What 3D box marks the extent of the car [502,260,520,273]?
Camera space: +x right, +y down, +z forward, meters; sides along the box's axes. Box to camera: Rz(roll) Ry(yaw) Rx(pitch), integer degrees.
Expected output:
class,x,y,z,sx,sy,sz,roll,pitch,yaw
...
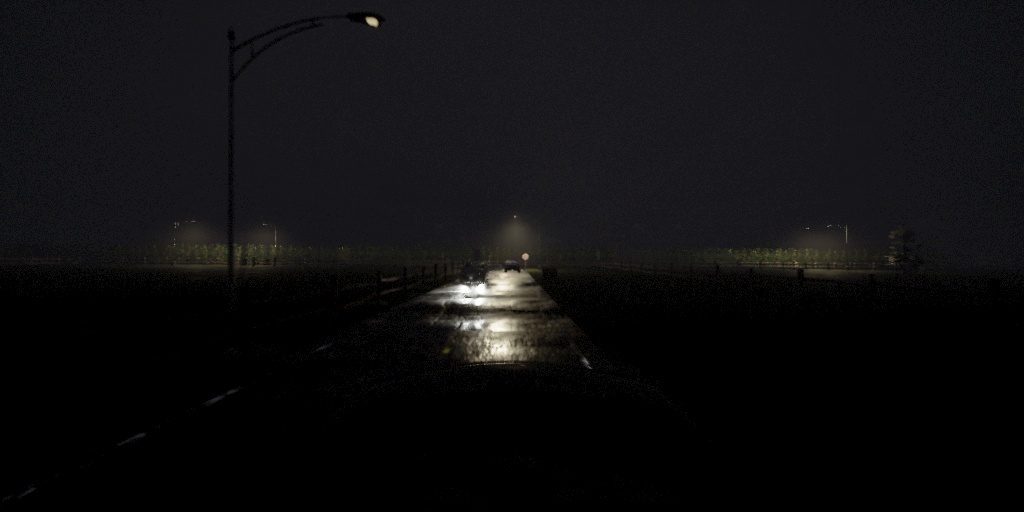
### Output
class,x,y,z,sx,sy,sz,roll,pitch,yaw
car,0.072,1.347,44.143,1.895,1.301,4.718,0,0,1

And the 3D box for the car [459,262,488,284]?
class,x,y,z,sx,sy,sz,roll,pitch,yaw
car,-2.835,1.244,27.241,2.128,1.511,4.902,0,0,0

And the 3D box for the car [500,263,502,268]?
class,x,y,z,sx,sy,sz,roll,pitch,yaw
car,-0.435,1.342,57.269,1.895,1.301,4.718,0,0,-20

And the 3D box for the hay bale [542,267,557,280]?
class,x,y,z,sx,sy,sz,roll,pitch,yaw
hay bale,3.138,1.406,29.959,1.220,1.180,1.240,0,0,0
